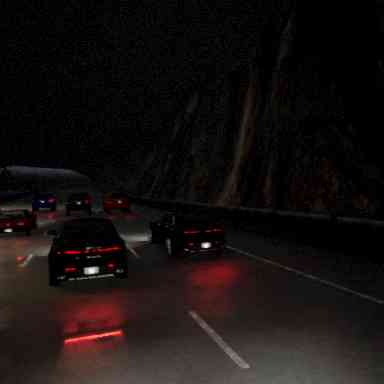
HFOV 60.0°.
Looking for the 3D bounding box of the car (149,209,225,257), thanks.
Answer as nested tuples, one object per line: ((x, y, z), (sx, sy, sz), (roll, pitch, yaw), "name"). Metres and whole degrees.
((-0.372, 1.394, 12.621), (1.837, 1.490, 4.892), (-2, 1, -19), "car")

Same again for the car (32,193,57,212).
((-16.379, 1.090, 37.008), (2.150, 2.045, 5.566), (-2, 1, -19), "car")

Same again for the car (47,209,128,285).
((-3.053, 1.496, 9.699), (1.837, 1.490, 4.892), (-2, 1, -19), "car")

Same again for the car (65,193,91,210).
((-10.968, 1.066, 32.175), (2.150, 2.045, 5.566), (-2, 1, -19), "car")

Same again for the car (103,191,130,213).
((-7.547, 0.973, 32.996), (2.150, 2.045, 5.566), (-2, 1, -19), "car")

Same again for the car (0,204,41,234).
((-9.992, 1.646, 18.893), (1.895, 1.301, 4.718), (-2, 1, -19), "car")
